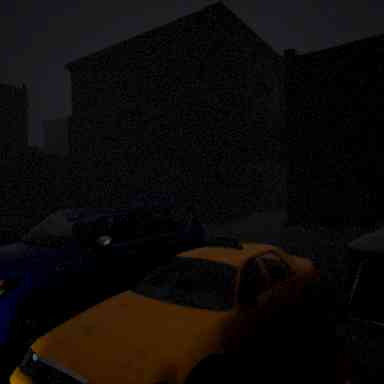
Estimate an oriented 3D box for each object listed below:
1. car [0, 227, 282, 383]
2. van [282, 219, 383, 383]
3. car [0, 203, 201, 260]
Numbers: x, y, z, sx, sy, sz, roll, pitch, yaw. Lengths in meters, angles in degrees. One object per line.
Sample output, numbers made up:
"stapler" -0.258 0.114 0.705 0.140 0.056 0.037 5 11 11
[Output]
"car" 0.337 1.499 4.888 1.946 1.575 5.366 -1 0 36
"van" 2.637 1.251 3.330 1.878 1.987 4.442 -1 0 36
"car" -1.834 1.277 6.632 2.435 2.045 5.566 -1 0 36
